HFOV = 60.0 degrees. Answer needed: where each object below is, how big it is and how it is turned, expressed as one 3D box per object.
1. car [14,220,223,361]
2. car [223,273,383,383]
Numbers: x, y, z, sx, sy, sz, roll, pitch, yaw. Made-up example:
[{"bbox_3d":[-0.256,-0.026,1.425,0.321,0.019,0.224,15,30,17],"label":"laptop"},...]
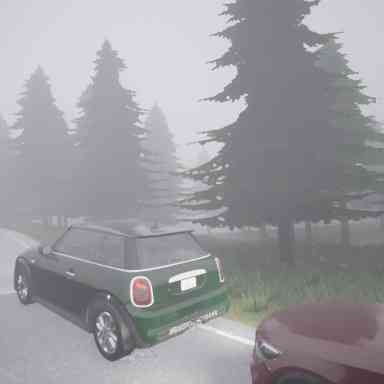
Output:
[{"bbox_3d":[-1.577,1.308,6.221,4.553,1.767,2.097,1,1,44],"label":"car"},{"bbox_3d":[2.748,1.531,2.595,4.674,1.442,1.812,1,0,36],"label":"car"}]
